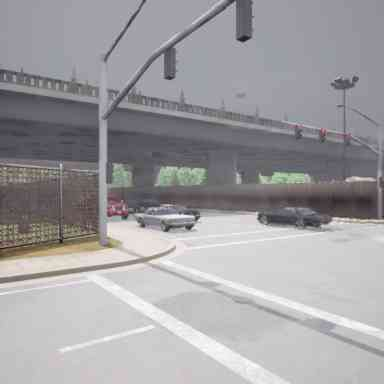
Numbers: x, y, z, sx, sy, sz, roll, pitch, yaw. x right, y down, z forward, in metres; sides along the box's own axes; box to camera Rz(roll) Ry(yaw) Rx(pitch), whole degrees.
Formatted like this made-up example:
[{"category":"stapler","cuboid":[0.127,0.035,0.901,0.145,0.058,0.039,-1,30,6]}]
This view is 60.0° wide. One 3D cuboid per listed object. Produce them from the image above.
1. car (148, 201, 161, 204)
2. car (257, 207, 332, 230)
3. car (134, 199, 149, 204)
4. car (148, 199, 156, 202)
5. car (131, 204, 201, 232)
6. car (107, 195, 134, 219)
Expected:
[{"category":"car","cuboid":[-1.327,1.656,26.338,1.895,1.301,4.718,0,0,-36]},{"category":"car","cuboid":[6.504,1.650,21.744,1.895,1.301,4.718,0,0,-36]},{"category":"car","cuboid":[-6.439,1.619,33.481,1.994,1.385,4.181,0,0,-36]},{"category":"car","cuboid":[-6.149,1.603,45.462,2.033,1.411,5.357,0,0,-36]},{"category":"car","cuboid":[-1.753,1.656,20.916,1.895,1.301,4.718,0,0,-36]},{"category":"car","cuboid":[-7.428,1.277,28.852,2.150,2.045,5.566,0,0,-36]}]
